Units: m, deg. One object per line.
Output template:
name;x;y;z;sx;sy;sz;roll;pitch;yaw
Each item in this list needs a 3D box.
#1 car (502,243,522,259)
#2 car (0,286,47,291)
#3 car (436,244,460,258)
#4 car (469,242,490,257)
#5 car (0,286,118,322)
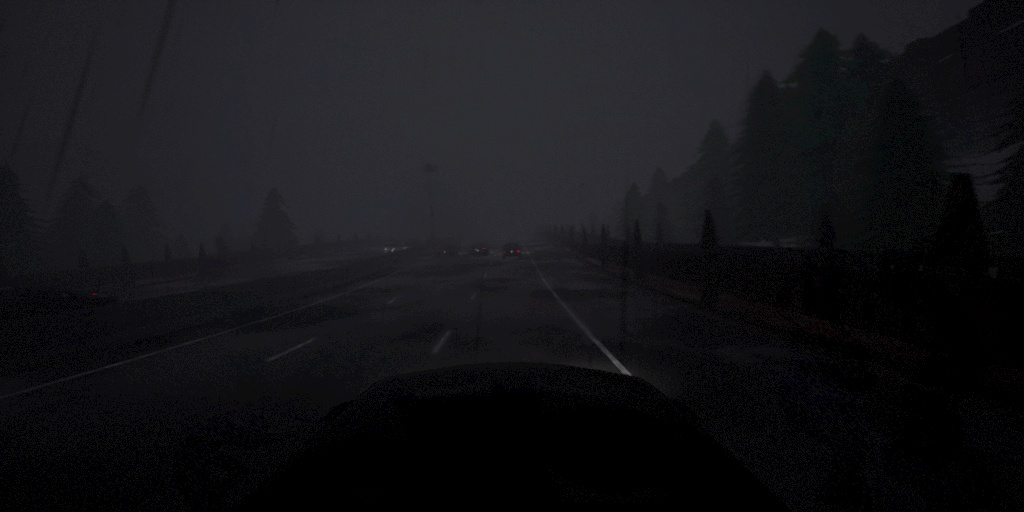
car;-0.013;-0.578;34.630;2.033;1.411;5.357;-3;5;0
car;-21.014;2.014;15.013;2.033;1.411;5.357;-3;3;0
car;-6.994;-0.652;39.151;1.994;1.385;4.181;-3;5;0
car;-3.499;-0.792;38.868;1.994;1.385;4.181;-3;5;0
car;-17.514;2.000;12.781;1.895;1.301;4.718;-3;2;0
